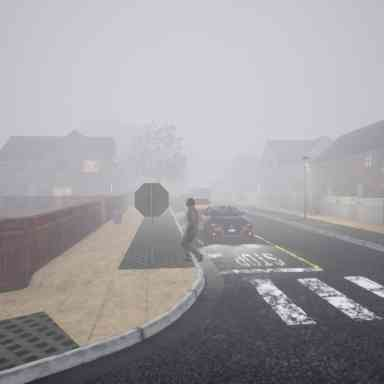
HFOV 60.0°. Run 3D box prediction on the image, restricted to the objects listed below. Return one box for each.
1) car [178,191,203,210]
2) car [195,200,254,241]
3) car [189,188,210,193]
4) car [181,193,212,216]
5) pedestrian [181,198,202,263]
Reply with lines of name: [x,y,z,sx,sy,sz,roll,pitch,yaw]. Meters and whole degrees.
car: [-0.444,0.936,34.081,2.128,1.511,4.902,0,1,-5]
car: [1.397,1.301,15.070,1.994,1.385,4.181,0,1,-6]
car: [1.334,0.483,46.148,2.150,2.045,5.566,0,1,-6]
car: [0.542,1.077,23.832,1.882,1.535,5.008,0,1,-6]
pedestrian: [0.002,0.988,9.083,0.375,1.860,0.375,2,-2,-5]
